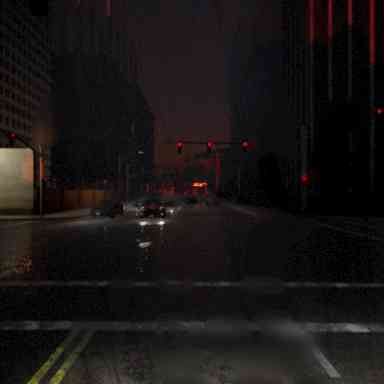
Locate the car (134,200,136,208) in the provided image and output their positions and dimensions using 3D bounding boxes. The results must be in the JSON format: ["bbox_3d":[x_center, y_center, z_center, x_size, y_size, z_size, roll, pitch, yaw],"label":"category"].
[{"bbox_3d":[-7.073,1.526,47.821,2.128,1.511,4.902,0,0,0],"label":"car"}]

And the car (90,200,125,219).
[{"bbox_3d":[-7.460,1.513,29.697,2.128,1.511,4.902,0,0,6],"label":"car"}]

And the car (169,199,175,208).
[{"bbox_3d":[-3.562,1.636,48.978,1.895,1.301,4.718,0,0,0],"label":"car"}]

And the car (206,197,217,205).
[{"bbox_3d":[3.499,1.568,60.080,1.812,1.442,4.674,0,0,0],"label":"car"}]

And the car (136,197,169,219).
[{"bbox_3d":[-3.377,1.372,29.194,2.097,1.767,4.553,0,0,-3],"label":"car"}]

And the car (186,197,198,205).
[{"bbox_3d":[-0.001,1.590,60.080,2.033,1.411,5.357,0,0,0],"label":"car"}]
